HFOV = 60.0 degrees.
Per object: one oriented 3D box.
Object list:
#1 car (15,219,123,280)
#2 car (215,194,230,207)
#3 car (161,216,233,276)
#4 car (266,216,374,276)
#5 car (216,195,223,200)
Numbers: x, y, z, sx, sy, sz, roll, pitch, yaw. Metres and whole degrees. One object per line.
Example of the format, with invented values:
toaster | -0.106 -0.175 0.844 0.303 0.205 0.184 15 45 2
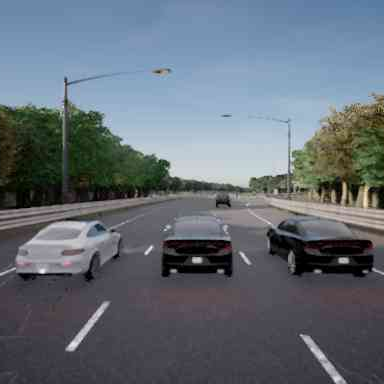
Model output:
car | -3.354 1.531 9.819 1.812 1.442 4.674 0 0 1
car | 4.771 1.251 51.792 2.150 2.045 5.566 0 0 3
car | 0.155 1.486 10.450 1.882 1.535 5.008 0 0 1
car | 3.653 1.489 10.420 1.882 1.535 5.008 0 0 1
car | 7.669 1.605 94.042 1.895 1.301 4.718 0 0 5
